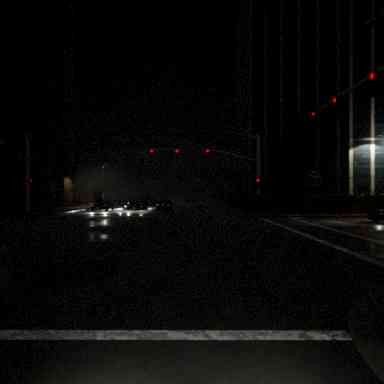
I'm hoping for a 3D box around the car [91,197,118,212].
[{"bbox_3d":[-10.606,1.526,39.847,1.812,1.442,4.674,0,0,0],"label":"car"}]

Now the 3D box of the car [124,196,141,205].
[{"bbox_3d":[-10.591,1.491,59.299,2.128,1.511,4.902,0,0,0],"label":"car"}]

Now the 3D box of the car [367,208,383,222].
[{"bbox_3d":[15.467,1.478,24.278,5.008,1.535,1.882,0,0,-1],"label":"car"}]

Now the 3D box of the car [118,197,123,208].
[{"bbox_3d":[-10.625,1.491,49.116,2.128,1.511,4.902,0,0,0],"label":"car"}]

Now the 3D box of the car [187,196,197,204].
[{"bbox_3d":[-0.043,1.526,64.911,1.812,1.442,4.674,0,0,0],"label":"car"}]

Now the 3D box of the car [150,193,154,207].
[{"bbox_3d":[-7.121,1.221,52.856,2.150,2.045,5.566,0,0,0],"label":"car"}]

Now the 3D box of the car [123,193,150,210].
[{"bbox_3d":[-7.126,1.352,43.355,2.097,1.767,4.553,0,0,0],"label":"car"}]

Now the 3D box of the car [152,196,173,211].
[{"bbox_3d":[-3.402,1.547,41.383,2.033,1.411,5.357,0,0,0],"label":"car"}]
